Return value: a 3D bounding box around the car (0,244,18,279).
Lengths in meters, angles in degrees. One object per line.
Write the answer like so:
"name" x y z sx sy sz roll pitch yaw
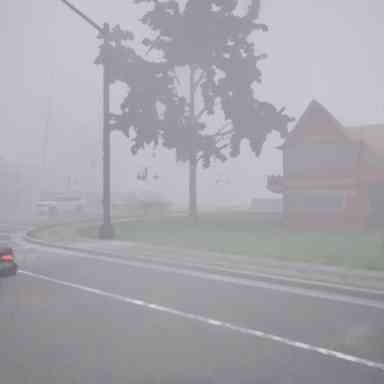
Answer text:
"car" -6.690 1.595 8.746 5.357 1.411 2.033 0 0 36

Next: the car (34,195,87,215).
"car" -14.034 1.367 35.876 2.150 2.045 5.566 0 0 34

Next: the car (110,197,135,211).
"car" -8.574 1.498 43.938 2.097 1.767 4.553 0 0 34

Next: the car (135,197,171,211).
"car" -4.659 1.606 43.159 1.882 1.535 5.008 0 0 34
